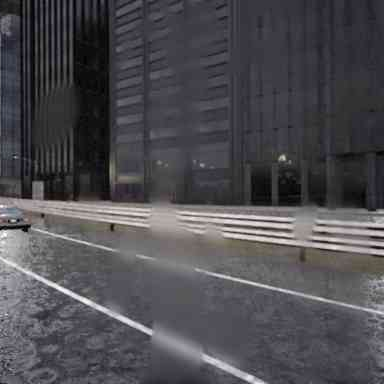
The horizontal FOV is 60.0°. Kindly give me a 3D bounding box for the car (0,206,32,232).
[{"bbox_3d":[-10.583,1.477,18.576,2.033,1.411,5.357,0,0,-41],"label":"car"}]
